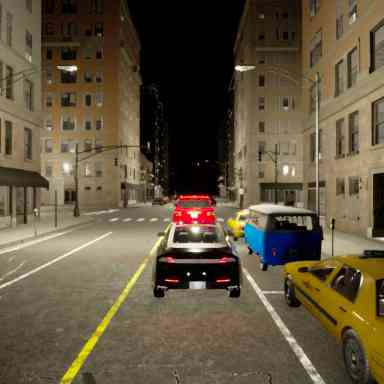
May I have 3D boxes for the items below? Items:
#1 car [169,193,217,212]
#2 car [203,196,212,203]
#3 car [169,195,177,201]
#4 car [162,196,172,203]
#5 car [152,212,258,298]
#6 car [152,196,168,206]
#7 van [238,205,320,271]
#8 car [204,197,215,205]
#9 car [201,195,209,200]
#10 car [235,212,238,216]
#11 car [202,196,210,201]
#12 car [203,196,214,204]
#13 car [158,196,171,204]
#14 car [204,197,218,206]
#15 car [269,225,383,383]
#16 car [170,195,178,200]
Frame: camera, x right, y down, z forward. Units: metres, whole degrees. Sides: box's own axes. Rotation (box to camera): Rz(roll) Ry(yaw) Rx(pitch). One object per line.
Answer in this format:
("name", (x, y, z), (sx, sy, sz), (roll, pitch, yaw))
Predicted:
("car", (0.115, 1.225, 18.699), (2.150, 2.045, 5.566), (0, 0, 0))
("car", (3.258, 1.546, 70.511), (1.887, 1.381, 4.507), (1, 0, 1))
("car", (-5.043, 1.524, 87.035), (1.752, 1.417, 4.829), (1, 0, 1))
("car", (-5.266, 1.547, 70.619), (1.887, 1.381, 4.507), (1, 0, 1))
("car", (0.105, 1.493, 8.513), (2.128, 1.511, 4.902), (0, 0, 0))
("car", (-5.492, 1.586, 54.032), (1.802, 1.307, 4.206), (1, 0, 1))
("van", (2.686, 1.343, 10.584), (1.690, 1.788, 3.998), (1, 0, 0))
("car", (3.108, 1.548, 59.451), (1.887, 1.381, 4.507), (1, 0, 1))
("car", (3.558, 1.547, 92.632), (2.008, 1.369, 4.403), (1, 0, 1))
("car", (2.689, 1.528, 16.427), (1.752, 1.417, 4.829), (1, 0, 0))
("car", (3.408, 1.565, 81.572), (1.947, 1.339, 4.313), (1, 0, 1))
("car", (3.183, 1.553, 64.981), (2.008, 1.369, 4.403), (1, 0, 1))
("car", (-5.342, 1.554, 65.090), (2.008, 1.369, 4.403), (1, 0, 1))
("car", (3.033, 1.569, 53.921), (1.947, 1.339, 4.313), (1, 0, 1))
("car", (2.679, 1.526, 5.080), (1.752, 1.417, 4.829), (1, 0, 0))
("car", (-4.966, 1.563, 92.734), (1.947, 1.339, 4.313), (1, 0, 1))
